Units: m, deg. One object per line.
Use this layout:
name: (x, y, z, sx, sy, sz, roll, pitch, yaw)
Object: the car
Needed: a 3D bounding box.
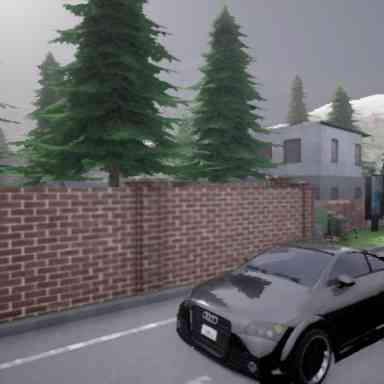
car: (1.840, 1.530, 5.261, 4.181, 1.385, 1.994, -1, 0, -35)
